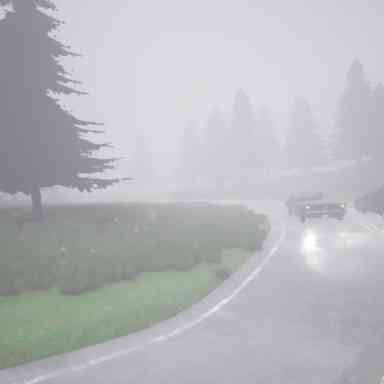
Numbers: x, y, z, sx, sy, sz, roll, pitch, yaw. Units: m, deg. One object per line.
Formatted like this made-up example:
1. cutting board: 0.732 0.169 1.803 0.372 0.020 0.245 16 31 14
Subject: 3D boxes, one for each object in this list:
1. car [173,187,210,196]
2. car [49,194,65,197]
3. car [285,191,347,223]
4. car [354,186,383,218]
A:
1. car: -0.129 0.212 36.254 2.128 1.511 4.902 -5 3 -42
2. car: -22.988 0.968 56.462 1.994 1.385 4.181 -5 2 -42
3. car: 5.890 0.623 16.266 1.895 1.301 4.718 -3 2 6
4. car: 9.119 0.418 15.073 2.033 1.411 5.357 -3 2 8
